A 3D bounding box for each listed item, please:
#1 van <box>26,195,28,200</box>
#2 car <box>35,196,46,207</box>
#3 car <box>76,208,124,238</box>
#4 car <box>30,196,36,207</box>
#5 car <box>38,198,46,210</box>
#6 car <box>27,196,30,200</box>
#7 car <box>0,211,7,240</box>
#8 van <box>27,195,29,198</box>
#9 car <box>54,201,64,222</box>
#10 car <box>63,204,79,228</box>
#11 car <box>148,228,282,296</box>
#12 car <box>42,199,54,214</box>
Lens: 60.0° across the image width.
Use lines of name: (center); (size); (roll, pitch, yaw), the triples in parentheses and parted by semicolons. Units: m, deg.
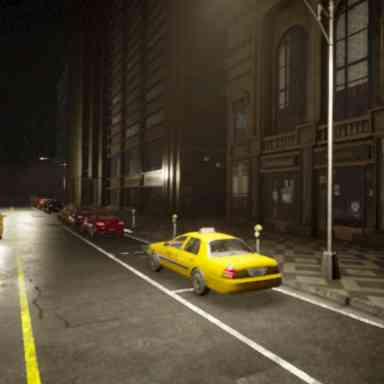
van: (-37.298, 1.840, 77.900); (1.690, 1.788, 3.998); (1, -1, -29)
car: (-21.168, 1.769, 48.296); (1.967, 1.590, 4.097); (1, -1, -29)
car: (-5.039, 1.748, 18.692); (1.802, 1.307, 4.206); (1, -1, -29)
car: (-26.543, 1.699, 58.165); (2.192, 1.841, 5.009); (1, -1, -29)
car: (-18.481, 1.845, 43.361); (1.887, 1.381, 4.507); (1, -1, -29)
car: (-31.924, 1.992, 68.030); (2.008, 1.369, 4.403); (1, -1, -29)
car: (-10.733, 1.546, 17.106); (1.882, 1.535, 5.008); (1, -1, -29)
van: (-34.610, 1.811, 72.966); (1.690, 1.788, 3.998); (1, -1, -29)
car: (-10.496, 1.743, 28.709); (1.752, 1.417, 4.829); (1, -1, -29)
car: (-7.727, 1.773, 23.625); (1.802, 1.307, 4.206); (1, -1, -29)
car: (0.258, 1.643, 8.974); (1.752, 1.417, 4.829); (1, -1, -29)
car: (-15.793, 1.839, 38.427); (1.947, 1.339, 4.313); (1, -1, -29)
